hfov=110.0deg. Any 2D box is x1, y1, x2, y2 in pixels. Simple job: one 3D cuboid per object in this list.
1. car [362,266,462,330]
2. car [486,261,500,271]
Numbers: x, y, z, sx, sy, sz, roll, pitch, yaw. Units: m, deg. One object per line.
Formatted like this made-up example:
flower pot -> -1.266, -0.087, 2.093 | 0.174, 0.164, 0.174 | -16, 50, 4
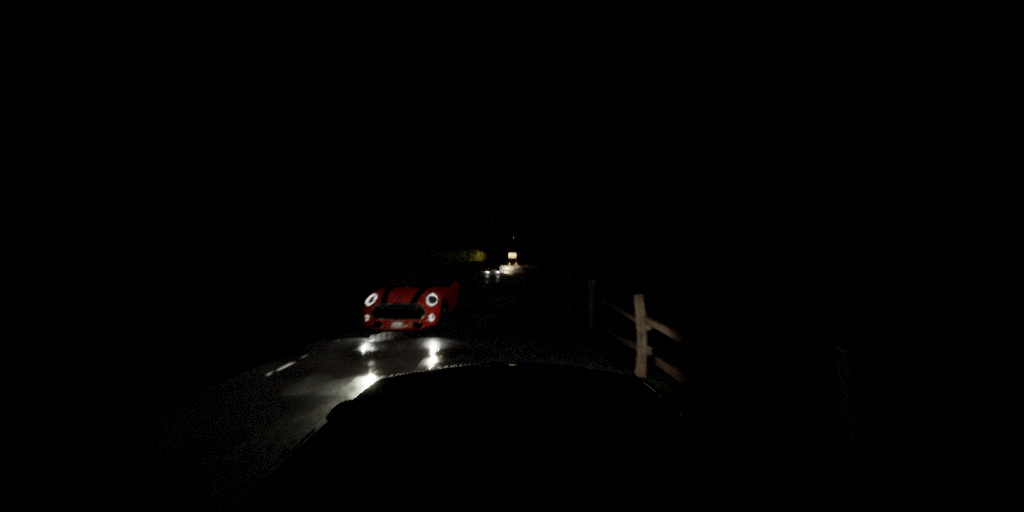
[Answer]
car -> -2.846, 1.124, 11.137 | 2.097, 1.767, 4.553 | 0, 0, 0
car -> -2.796, 1.463, 53.979 | 1.837, 1.490, 4.892 | 0, 0, 1
